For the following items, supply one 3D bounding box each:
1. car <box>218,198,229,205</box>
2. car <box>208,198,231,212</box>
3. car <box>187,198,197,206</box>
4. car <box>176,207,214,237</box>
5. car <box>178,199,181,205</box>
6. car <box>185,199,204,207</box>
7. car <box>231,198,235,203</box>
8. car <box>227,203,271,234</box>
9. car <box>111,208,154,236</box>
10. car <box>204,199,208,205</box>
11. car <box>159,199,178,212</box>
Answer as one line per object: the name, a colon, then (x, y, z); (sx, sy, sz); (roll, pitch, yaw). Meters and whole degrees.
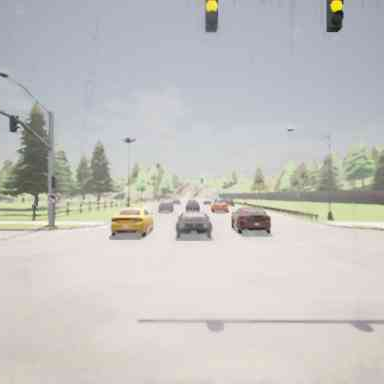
car: (6.995, 2.089, 74.264); (1.837, 1.490, 4.892); (0, -1, 0)
car: (3.597, 1.760, 44.516); (2.097, 1.767, 4.553); (0, -1, 0)
car: (-0.005, 2.206, 74.260); (2.128, 1.511, 4.902); (0, -1, 0)
car: (0.099, 1.776, 19.041); (1.895, 1.301, 4.718); (0, -1, 0)
car: (-3.505, 2.220, 74.260); (2.033, 1.411, 5.357); (0, -1, 0)
car: (0.098, 1.902, 44.761); (2.128, 1.511, 4.902); (0, -1, 0)
car: (6.995, 1.941, 64.233); (2.097, 1.767, 4.553); (0, -1, 0)
car: (3.598, 1.670, 20.905); (1.882, 1.535, 5.008); (0, -1, 0)
car: (-3.401, 1.658, 19.601); (1.882, 1.535, 5.008); (0, -1, 0)
car: (3.495, 2.280, 74.706); (1.895, 1.301, 4.718); (0, -1, 0)
car: (-3.403, 1.902, 44.754); (2.128, 1.511, 4.902); (0, -1, 0)
